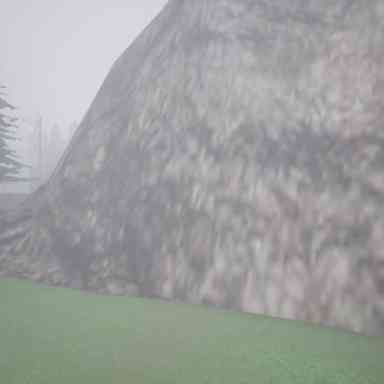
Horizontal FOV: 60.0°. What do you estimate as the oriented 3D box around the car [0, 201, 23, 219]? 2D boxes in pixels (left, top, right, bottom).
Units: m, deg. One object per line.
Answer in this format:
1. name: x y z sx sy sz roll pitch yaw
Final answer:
1. car: -16.156 1.491 26.671 2.128 1.511 4.902 0 0 29
